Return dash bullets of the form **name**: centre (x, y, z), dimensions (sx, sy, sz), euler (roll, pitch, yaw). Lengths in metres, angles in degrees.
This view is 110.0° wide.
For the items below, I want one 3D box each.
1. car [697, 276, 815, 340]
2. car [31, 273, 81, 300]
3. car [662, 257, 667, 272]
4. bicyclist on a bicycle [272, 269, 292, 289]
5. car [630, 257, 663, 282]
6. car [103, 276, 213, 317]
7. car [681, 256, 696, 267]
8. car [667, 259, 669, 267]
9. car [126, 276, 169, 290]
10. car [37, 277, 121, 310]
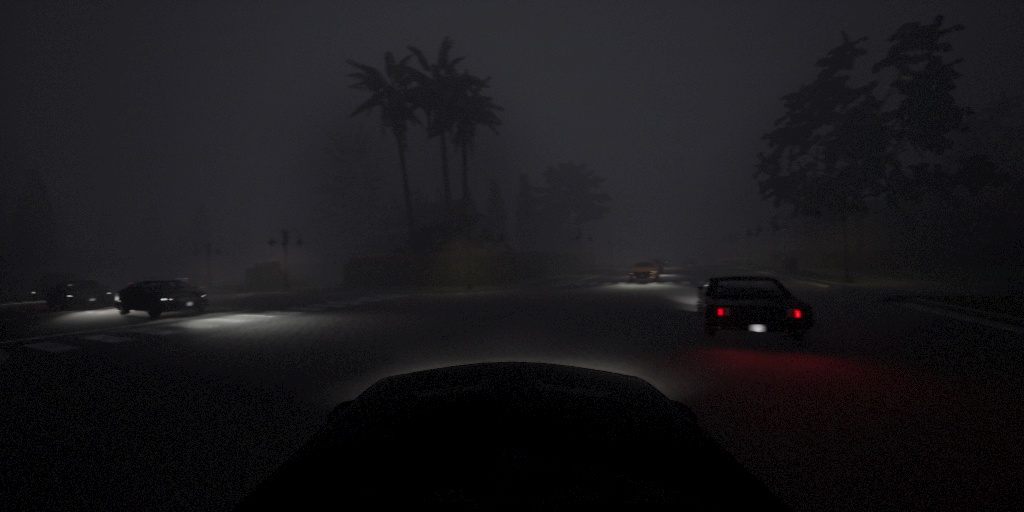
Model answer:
- **car**: centre (5.911, 1.165, 9.315), dimensions (1.895, 1.301, 4.718), euler (-2, 0, 25)
- **car**: centre (-37.857, 2.444, 30.066), dimensions (2.150, 2.045, 5.566), euler (-2, -1, -43)
- **car**: centre (14.529, 1.042, 36.854), dimensions (1.837, 1.490, 4.892), euler (-3, 0, 25)
- **bicyclist on a bicycle**: centre (-18.737, 1.865, 29.171), dimensions (0.582, 1.620, 1.656), euler (-2, 0, 25)
- **car**: centre (10.191, 1.091, 27.457), dimensions (1.882, 1.535, 5.008), euler (-3, -1, 25)
- **car**: centre (-15.987, 1.860, 16.369), dimensions (4.902, 1.511, 2.128), euler (-2, 0, 25)
- **car**: centre (25.912, 0.778, 52.774), dimensions (1.812, 1.442, 4.674), euler (-3, -1, 25)
- **car**: centre (22.284, 0.882, 53.509), dimensions (1.882, 1.535, 5.008), euler (-3, -1, 25)
- **car**: centre (-41.233, 2.999, 40.714), dimensions (1.895, 1.301, 4.718), euler (-2, 0, -25)
- **car**: centre (-25.142, 2.206, 20.841), dimensions (4.902, 1.511, 2.128), euler (-2, 0, 29)
